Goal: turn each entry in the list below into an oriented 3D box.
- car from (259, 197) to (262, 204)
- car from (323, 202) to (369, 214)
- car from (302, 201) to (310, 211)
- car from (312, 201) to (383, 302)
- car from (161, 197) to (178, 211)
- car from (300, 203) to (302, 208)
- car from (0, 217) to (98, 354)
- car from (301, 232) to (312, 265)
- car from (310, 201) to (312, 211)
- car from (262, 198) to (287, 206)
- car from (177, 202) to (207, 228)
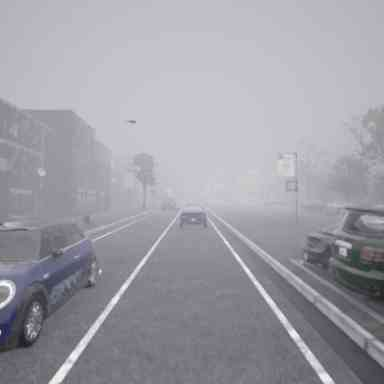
[{"bbox_3d":[18.680,2.398,77.735,4.674,1.452,2.002,0,-1,0],"label":"car"},{"bbox_3d":[18.695,1.941,40.534,4.674,1.452,2.002,0,-1,0],"label":"car"},{"bbox_3d":[18.696,1.981,46.956,4.892,1.521,2.231,0,-1,0],"label":"car"},{"bbox_3d":[5.624,1.258,6.496,5.566,2.045,2.435,0,0,0],"label":"car"},{"bbox_3d":[-3.324,1.789,49.930,2.150,2.045,5.566,0,-1,0],"label":"car"},{"bbox_3d":[18.701,2.060,50.231,4.674,1.452,2.002,0,-1,0],"label":"car"},{"bbox_3d":[-3.350,1.382,6.303,2.097,1.767,4.553,0,0,0],"label":"car"},{"bbox_3d":[5.591,1.533,9.295,4.892,1.521,2.231,0,0,0],"label":"car"},{"bbox_3d":[18.705,1.939,43.683,5.008,1.535,2.097,0,-1,0],"label":"car"},{"bbox_3d":[18.751,2.192,74.568,4.553,1.767,2.185,0,-1,0],"label":"car"},{"bbox_3d":[0.099,1.723,24.593,1.882,1.535,5.008,0,-1,0],"label":"car"}]
